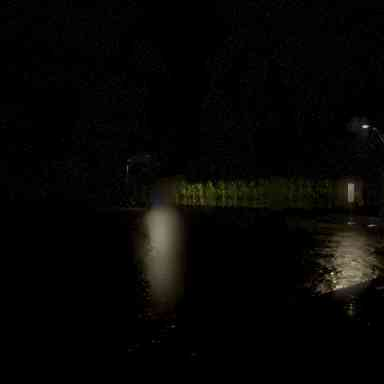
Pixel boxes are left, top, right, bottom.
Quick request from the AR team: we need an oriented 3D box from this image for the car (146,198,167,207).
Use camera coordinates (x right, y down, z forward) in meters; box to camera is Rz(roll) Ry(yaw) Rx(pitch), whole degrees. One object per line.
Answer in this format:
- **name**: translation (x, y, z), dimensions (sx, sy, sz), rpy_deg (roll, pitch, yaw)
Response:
- **car**: translation (-5.730, 1.665, 53.926), dimensions (1.812, 1.442, 4.674), rpy_deg (-1, 0, -36)

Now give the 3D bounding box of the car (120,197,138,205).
- **car**: translation (-11.809, 1.685, 62.120), dimensions (1.837, 1.490, 4.892), rpy_deg (-1, 0, -36)
